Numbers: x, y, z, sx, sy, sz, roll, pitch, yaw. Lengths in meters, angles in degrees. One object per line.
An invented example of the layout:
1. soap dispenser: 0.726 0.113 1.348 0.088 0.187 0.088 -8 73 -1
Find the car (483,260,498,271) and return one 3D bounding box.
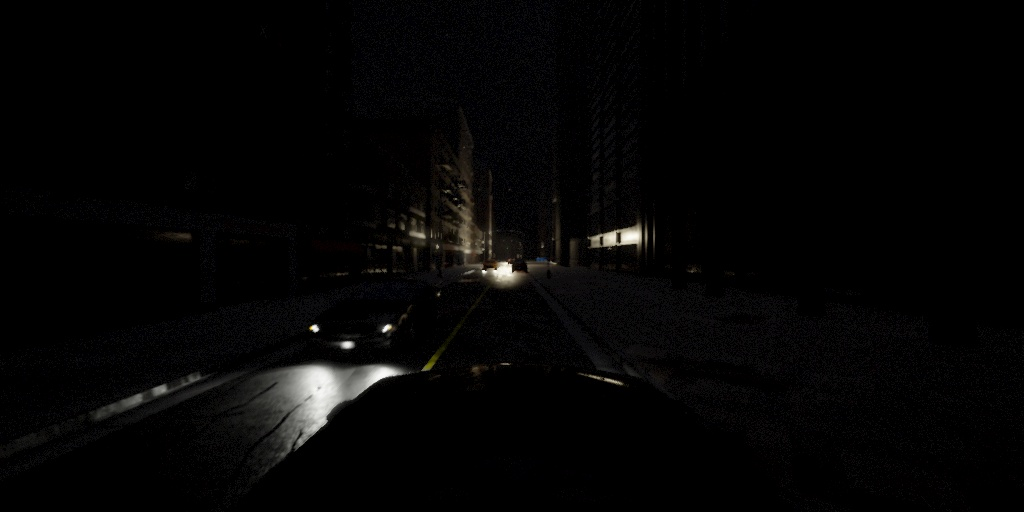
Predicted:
1. car: -3.085 1.280 51.607 1.882 1.535 5.008 0 0 0

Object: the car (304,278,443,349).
1. car: -3.106 1.291 9.416 2.033 1.411 5.357 0 0 0

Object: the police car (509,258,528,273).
1. police car: 0.881 1.210 43.529 1.930 1.638 5.238 0 0 0
